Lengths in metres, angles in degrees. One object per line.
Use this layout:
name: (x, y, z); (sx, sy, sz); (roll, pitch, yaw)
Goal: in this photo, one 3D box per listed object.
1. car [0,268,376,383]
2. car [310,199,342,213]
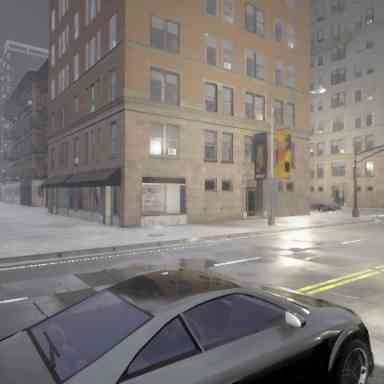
car: (0.122, 1.564, 3.546); (4.181, 1.385, 1.994); (0, 0, -36)
car: (14.150, 1.535, 37.971); (2.033, 1.411, 5.357); (0, 0, -36)
